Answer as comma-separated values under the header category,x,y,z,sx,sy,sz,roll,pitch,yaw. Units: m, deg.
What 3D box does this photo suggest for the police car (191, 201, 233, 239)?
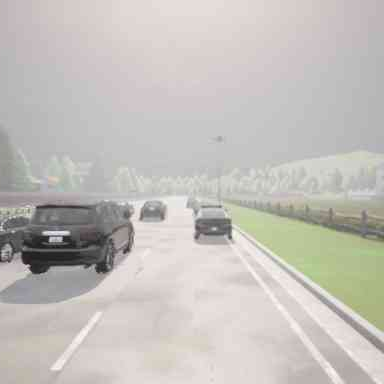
category,x,y,z,sx,sy,sz,roll,pitch,yaw
police car,1.051,1.530,18.077,1.930,1.638,5.238,0,0,0

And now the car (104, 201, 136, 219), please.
category,x,y,z,sx,sy,sz,roll,pitch,yaw
car,-6.899,1.680,32.487,2.128,1.511,4.902,0,0,0

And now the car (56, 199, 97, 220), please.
category,x,y,z,sx,sy,sz,roll,pitch,yaw
car,-10.399,1.526,30.295,2.097,1.767,4.553,0,0,0

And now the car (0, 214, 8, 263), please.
category,x,y,z,sx,sy,sz,roll,pitch,yaw
car,-6.899,1.577,12.191,1.837,1.490,4.892,0,0,0

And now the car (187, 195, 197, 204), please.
category,x,y,z,sx,sy,sz,roll,pitch,yaw
car,0.002,1.608,69.169,2.097,1.767,4.553,0,0,0

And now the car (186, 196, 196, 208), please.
category,x,y,z,sx,sy,sz,roll,pitch,yaw
car,0.001,1.804,54.197,2.128,1.511,4.902,0,0,0

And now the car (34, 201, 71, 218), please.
category,x,y,z,sx,sy,sz,roll,pitch,yaw
car,-13.898,1.719,33.461,1.812,1.442,4.674,0,0,0

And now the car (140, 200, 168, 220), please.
category,x,y,z,sx,sy,sz,roll,pitch,yaw
car,-3.400,1.526,30.287,2.097,1.767,4.553,0,0,0

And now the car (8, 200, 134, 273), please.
category,x,y,z,sx,sy,sz,roll,pitch,yaw
car,-3.400,1.287,10.997,2.150,2.045,5.566,0,0,0

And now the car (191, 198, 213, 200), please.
category,x,y,z,sx,sy,sz,roll,pitch,yaw
car,1.051,1.702,33.966,1.837,1.490,4.892,0,0,0

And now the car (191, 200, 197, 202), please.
category,x,y,z,sx,sy,sz,roll,pitch,yaw
car,1.051,1.667,27.966,1.837,1.490,4.892,0,0,0
